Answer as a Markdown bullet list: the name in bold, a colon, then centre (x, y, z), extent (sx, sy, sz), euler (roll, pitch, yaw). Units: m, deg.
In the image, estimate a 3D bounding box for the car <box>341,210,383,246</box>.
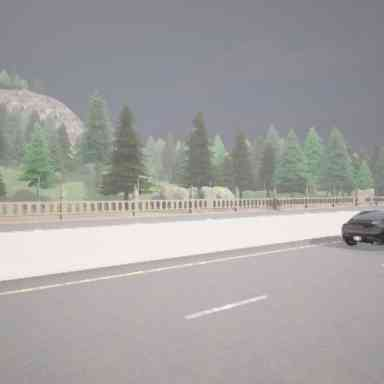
- **car**: centre (8.269, 1.517, 14.066), extent (4.892, 1.490, 1.837), euler (0, 0, -35)
